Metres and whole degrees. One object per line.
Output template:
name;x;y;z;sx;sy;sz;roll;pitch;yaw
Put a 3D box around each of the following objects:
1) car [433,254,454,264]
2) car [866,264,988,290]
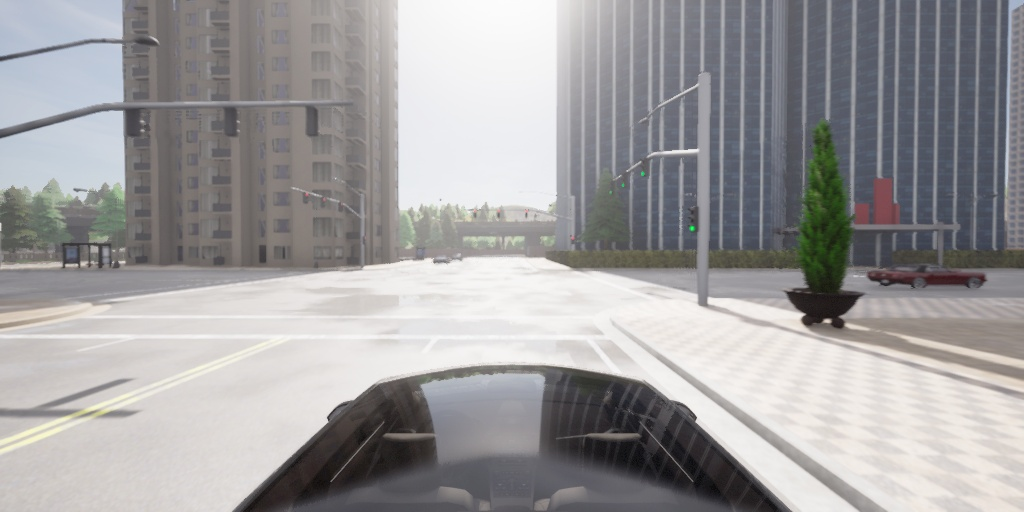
car;-10.536;0.535;53.864;1.994;1.385;4.181;0;1;1
car;22.377;1.086;19.406;4.718;1.301;1.895;0;1;-1
